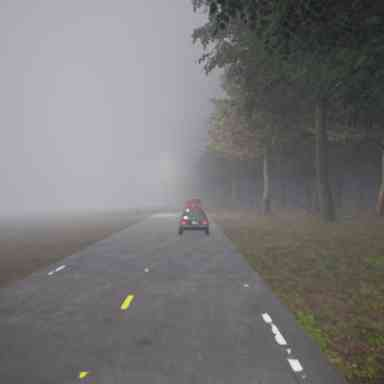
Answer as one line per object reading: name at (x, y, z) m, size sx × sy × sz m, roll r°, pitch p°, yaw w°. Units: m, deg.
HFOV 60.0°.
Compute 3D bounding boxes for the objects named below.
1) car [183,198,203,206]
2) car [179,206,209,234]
car at (0.135, 1.771, 40.602) m, size 2.150 × 2.045 × 5.566 m, roll 0°, pitch -1°, yaw -1°
car at (0.120, 1.834, 21.333) m, size 2.033 × 1.411 × 5.357 m, roll 0°, pitch -1°, yaw 0°
